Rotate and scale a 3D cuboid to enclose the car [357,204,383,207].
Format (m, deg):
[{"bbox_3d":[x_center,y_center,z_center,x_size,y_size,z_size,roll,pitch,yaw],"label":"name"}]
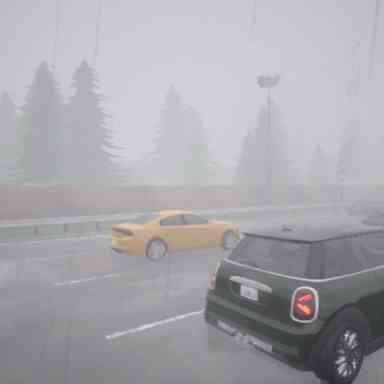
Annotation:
[{"bbox_3d":[9.040,1.369,14.500,4.181,1.385,1.994,-1,1,-36],"label":"car"}]

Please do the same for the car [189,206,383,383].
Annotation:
[{"bbox_3d":[2.461,1.289,5.502,4.553,1.767,2.097,-1,0,-36],"label":"car"}]

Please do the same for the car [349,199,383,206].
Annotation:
[{"bbox_3d":[14.538,1.224,27.088,4.181,1.385,1.994,-1,1,-36],"label":"car"}]

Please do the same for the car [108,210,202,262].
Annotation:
[{"bbox_3d":[-0.481,1.400,12.001,5.008,1.535,1.882,-1,1,-35],"label":"car"}]
